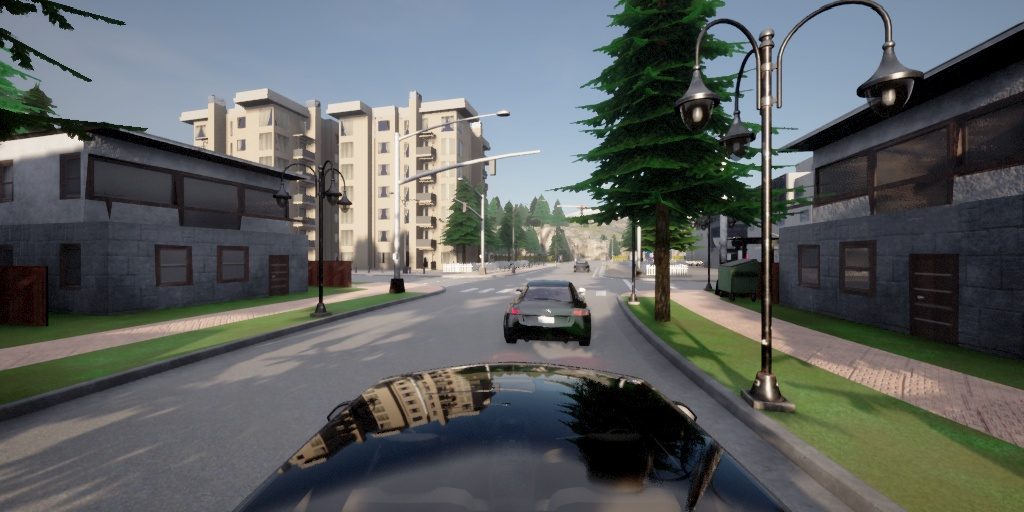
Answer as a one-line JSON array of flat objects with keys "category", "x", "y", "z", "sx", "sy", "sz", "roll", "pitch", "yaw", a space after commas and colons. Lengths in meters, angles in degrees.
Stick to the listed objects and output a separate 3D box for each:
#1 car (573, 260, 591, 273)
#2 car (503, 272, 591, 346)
[{"category": "car", "x": 8.786, "y": 1.276, "z": 44.973, "sx": 2.128, "sy": 1.511, "sz": 4.902, "roll": 0, "pitch": 0, "yaw": 14}, {"category": "car", "x": 1.011, "y": 1.314, "z": 9.513, "sx": 1.994, "sy": 1.385, "sz": 4.181, "roll": 0, "pitch": 0, "yaw": 9}]
